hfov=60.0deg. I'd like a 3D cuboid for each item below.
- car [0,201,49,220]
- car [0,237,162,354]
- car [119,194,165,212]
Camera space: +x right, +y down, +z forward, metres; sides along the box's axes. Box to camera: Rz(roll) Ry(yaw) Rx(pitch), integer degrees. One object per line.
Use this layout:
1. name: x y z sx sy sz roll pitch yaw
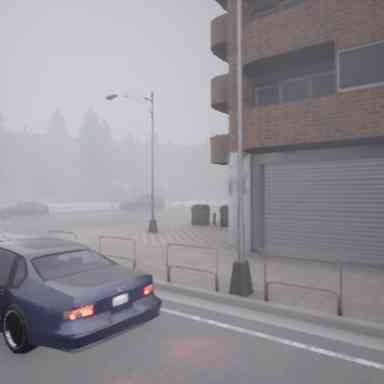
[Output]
1. car: -15.245 1.580 29.557 2.128 1.511 4.902 0 0 37
2. car: -3.050 1.577 6.149 5.357 1.411 2.033 0 0 36
3. car: -5.891 1.304 39.957 5.566 2.045 2.150 0 0 -37
